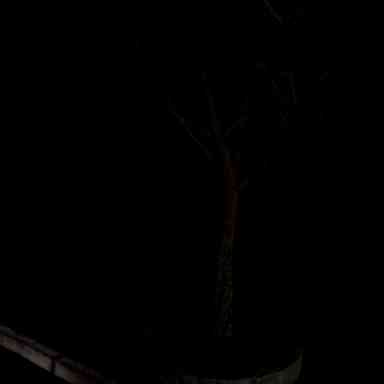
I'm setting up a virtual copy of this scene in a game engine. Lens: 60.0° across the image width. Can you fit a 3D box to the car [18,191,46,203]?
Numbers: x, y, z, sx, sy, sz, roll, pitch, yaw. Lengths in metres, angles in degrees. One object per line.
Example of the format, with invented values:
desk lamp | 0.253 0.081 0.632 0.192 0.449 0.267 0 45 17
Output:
car | -20.051 0.922 40.744 2.150 2.045 5.566 1 0 32
